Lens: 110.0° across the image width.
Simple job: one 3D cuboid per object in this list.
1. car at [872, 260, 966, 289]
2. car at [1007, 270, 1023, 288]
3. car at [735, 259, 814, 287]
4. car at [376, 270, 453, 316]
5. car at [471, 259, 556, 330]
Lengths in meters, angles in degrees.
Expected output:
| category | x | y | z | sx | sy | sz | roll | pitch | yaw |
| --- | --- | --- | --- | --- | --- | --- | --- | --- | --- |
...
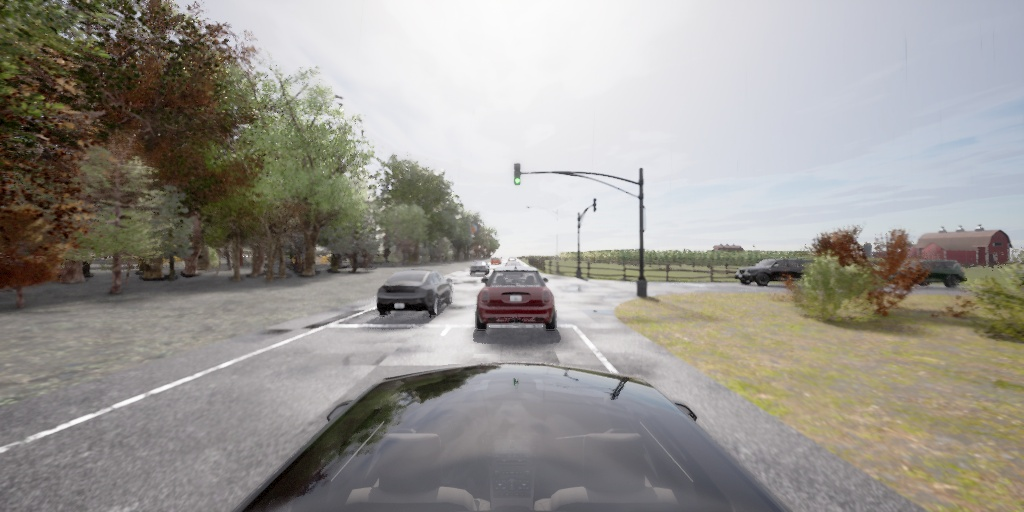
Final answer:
| category | x | y | z | sx | sy | sz | roll | pitch | yaw |
| --- | --- | --- | --- | --- | --- | --- | --- | --- | --- |
| car | 30.293 | 1.321 | 26.889 | 5.566 | 2.045 | 2.150 | 1 | -1 | 0 |
| car | 40.925 | 1.437 | 26.818 | 5.566 | 2.045 | 2.150 | 1 | -1 | 1 |
| car | 19.915 | 1.208 | 26.940 | 5.566 | 2.045 | 2.150 | 1 | -1 | 0 |
| car | -3.397 | 1.241 | 13.224 | 1.837 | 1.490 | 4.892 | 0 | 0 | 0 |
| car | 0.101 | 1.090 | 11.188 | 2.097 | 1.767 | 4.553 | 0 | 0 | 0 |
